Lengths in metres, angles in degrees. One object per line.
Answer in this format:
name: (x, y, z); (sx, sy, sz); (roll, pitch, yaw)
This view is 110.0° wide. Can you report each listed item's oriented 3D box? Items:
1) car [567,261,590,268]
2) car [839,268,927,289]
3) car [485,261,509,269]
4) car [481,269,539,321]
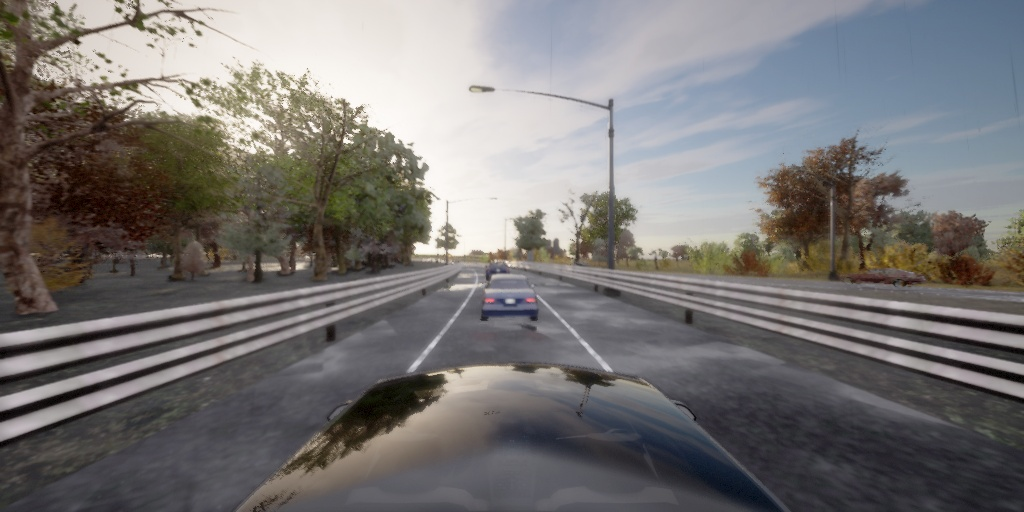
car: (11.239, 1.582, 61.349); (2.128, 1.511, 4.902); (0, 0, -26)
car: (27.873, 1.627, 27.171); (1.812, 1.442, 4.674); (0, 0, -26)
car: (-1.332, 1.249, 32.536); (2.097, 1.767, 4.553); (0, 0, -5)
car: (-0.123, 1.356, 12.764); (2.033, 1.411, 5.357); (0, 0, -2)
